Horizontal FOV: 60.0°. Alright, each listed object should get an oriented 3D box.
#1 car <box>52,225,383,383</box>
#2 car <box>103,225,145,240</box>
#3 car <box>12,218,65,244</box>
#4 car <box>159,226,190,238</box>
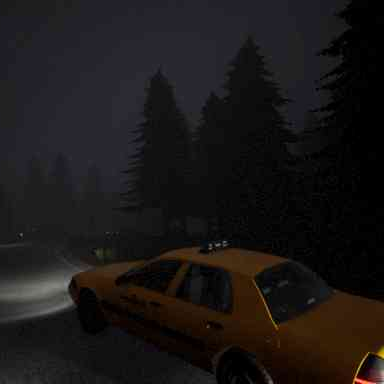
[{"bbox_3d":[0.116,1.441,4.758,5.366,1.575,1.801,0,1,43],"label":"car"},{"bbox_3d":[-7.444,4.511,36.980,2.033,1.411,5.357,-4,-8,20],"label":"car"},{"bbox_3d":[-12.734,3.231,28.205,2.150,2.045,5.566,-4,-7,6],"label":"car"},{"bbox_3d":[-2.320,5.544,46.285,1.882,1.535,5.008,-5,-8,30],"label":"car"}]
